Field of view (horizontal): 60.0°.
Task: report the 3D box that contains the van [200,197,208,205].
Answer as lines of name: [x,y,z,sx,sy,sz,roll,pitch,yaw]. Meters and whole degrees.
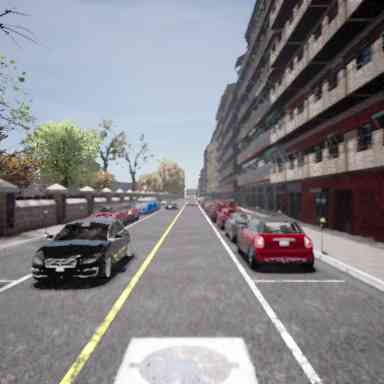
van: [2.662,2.029,73.557,1.690,1.788,3.998,0,-1,0]

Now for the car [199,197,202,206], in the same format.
car: [2.669,1.830,56.667,2.192,1.841,5.009,0,-1,0]

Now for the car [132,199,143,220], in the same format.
car: [-5.699,1.688,28.513,1.967,1.590,4.097,0,-1,0]

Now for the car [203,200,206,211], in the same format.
car: [2.675,1.896,39.776,1.887,1.381,4.507,0,-1,0]

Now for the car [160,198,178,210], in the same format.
car: [-3.098,1.938,49.777,2.128,1.511,4.902,0,-1,0]

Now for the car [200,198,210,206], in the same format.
car: [2.664,2.070,67.926,1.967,1.590,4.097,0,-1,0]

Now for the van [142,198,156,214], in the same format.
van: [-5.705,1.692,39.774,1.690,1.788,3.998,0,-1,0]

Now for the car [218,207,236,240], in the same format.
car: [2.684,1.699,17.256,2.008,1.369,4.403,0,-1,0]

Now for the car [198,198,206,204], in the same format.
car: [2.655,2.405,90.446,1.887,1.381,4.507,0,-1,0]

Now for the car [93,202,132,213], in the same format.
car: [-5.698,1.638,22.884,1.967,1.590,4.097,0,-1,0]

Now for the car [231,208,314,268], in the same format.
car: [2.688,1.539,11.627,1.967,1.590,4.097,0,0,0]

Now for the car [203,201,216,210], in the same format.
car: [2.671,2.041,51.036,1.802,1.307,4.206,0,-1,0]

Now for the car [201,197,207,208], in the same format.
car: [2.673,1.845,45.406,1.967,1.590,4.097,0,-1,0]

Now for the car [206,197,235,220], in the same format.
car: [2.681,1.563,28.518,2.192,1.841,5.009,0,-1,0]

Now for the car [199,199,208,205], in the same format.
car: [2.659,2.311,79.185,1.947,1.339,4.313,0,-1,0]

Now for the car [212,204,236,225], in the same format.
car: [2.683,1.742,22.886,1.887,1.381,4.507,0,-1,0]

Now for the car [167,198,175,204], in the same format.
car: [-5.726,2.427,90.443,1.947,1.339,4.313,0,-1,0]

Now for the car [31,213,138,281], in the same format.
car: [-3.091,1.593,10.222,1.837,1.490,4.892,0,-1,0]

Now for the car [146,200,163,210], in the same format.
car: [-5.709,2.010,51.031,2.008,1.369,4.403,0,-1,0]

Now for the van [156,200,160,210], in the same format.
van: [-5.707,1.746,45.403,1.690,1.788,3.998,0,-1,0]

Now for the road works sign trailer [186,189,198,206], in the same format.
road works sign trailer: [-0.027,1.089,67.385,2.380,3.560,2.880,0,-1,0]

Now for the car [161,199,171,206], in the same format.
car: [-5.719,2.211,73.382,1.752,1.417,4.829,0,-1,0]
